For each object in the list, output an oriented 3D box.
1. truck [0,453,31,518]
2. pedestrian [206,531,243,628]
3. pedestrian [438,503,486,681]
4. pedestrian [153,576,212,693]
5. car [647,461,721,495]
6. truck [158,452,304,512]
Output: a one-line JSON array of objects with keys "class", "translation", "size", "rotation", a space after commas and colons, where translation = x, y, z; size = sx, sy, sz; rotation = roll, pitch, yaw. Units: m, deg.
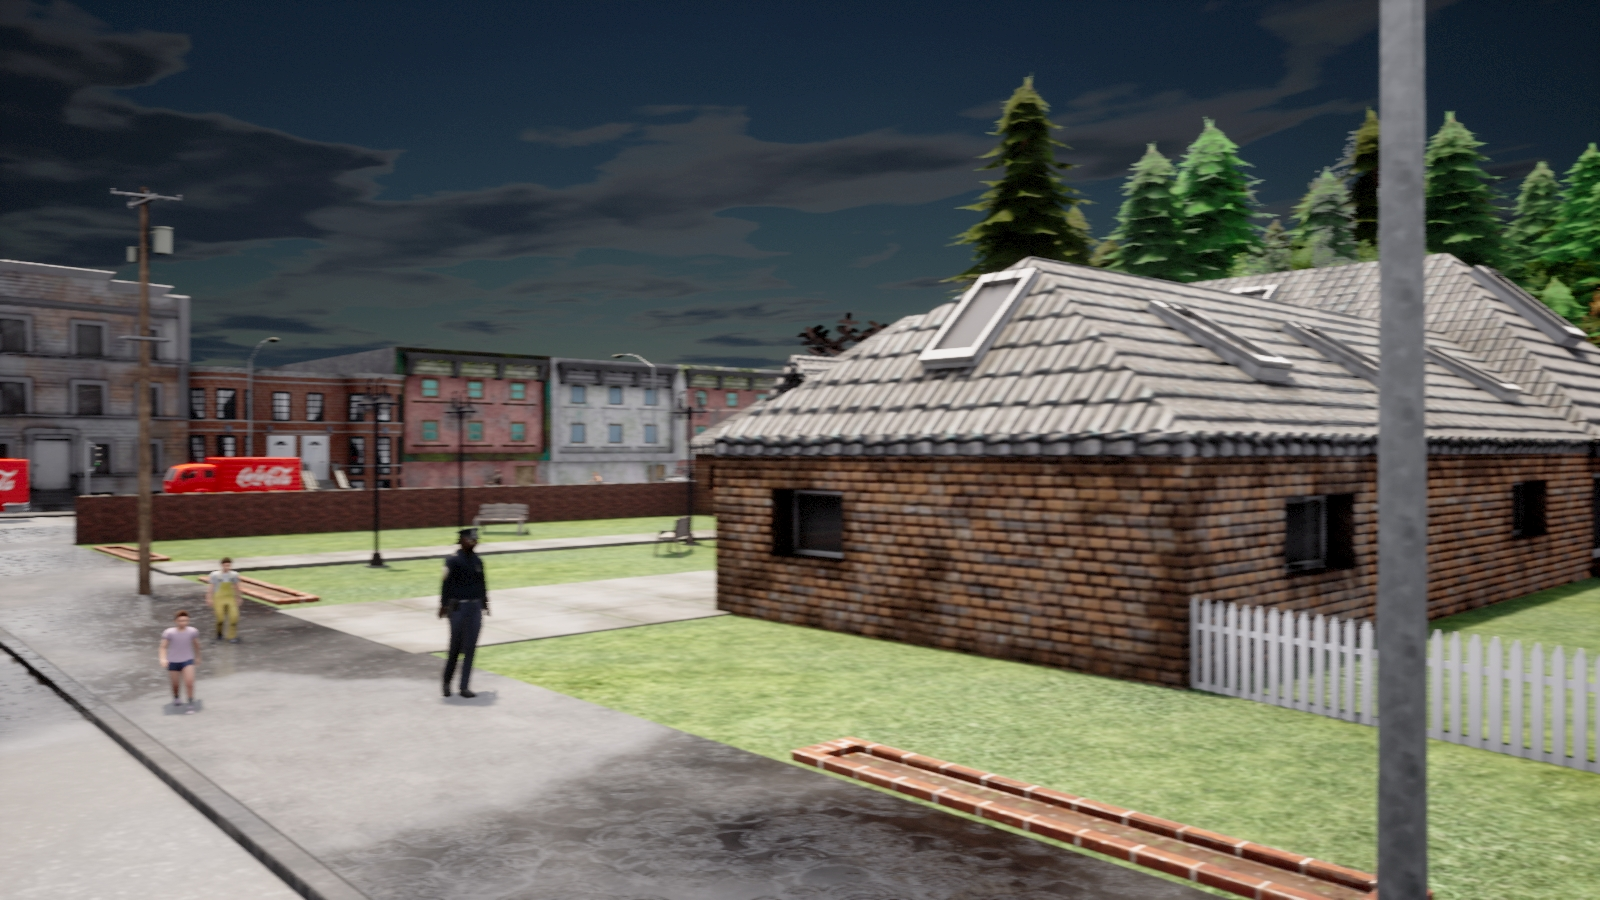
[{"class": "truck", "translation": [-32.464, 1.340, 43.259], "size": [5.204, 2.467, 2.627], "rotation": [0, 0, -42]}, {"class": "pedestrian", "translation": [-8.076, 1.799, 16.025], "size": [0.375, 1.300, 0.375], "rotation": [0, 0, -41]}, {"class": "pedestrian", "translation": [-3.668, 1.519, 12.401], "size": [0.375, 1.860, 0.375], "rotation": [0, 0, -43]}, {"class": "pedestrian", "translation": [-6.418, 1.901, 11.871], "size": [0.500, 1.100, 0.500], "rotation": [0, 0, -32]}, {"class": "car", "translation": [-6.746, 1.602, 66.587], "size": [3.866, 1.878, 1.905], "rotation": [0, 0, -42]}, {"class": "truck", "translation": [-24.909, 1.332, 50.125], "size": [5.204, 2.467, 2.627], "rotation": [0, 0, -42]}]
